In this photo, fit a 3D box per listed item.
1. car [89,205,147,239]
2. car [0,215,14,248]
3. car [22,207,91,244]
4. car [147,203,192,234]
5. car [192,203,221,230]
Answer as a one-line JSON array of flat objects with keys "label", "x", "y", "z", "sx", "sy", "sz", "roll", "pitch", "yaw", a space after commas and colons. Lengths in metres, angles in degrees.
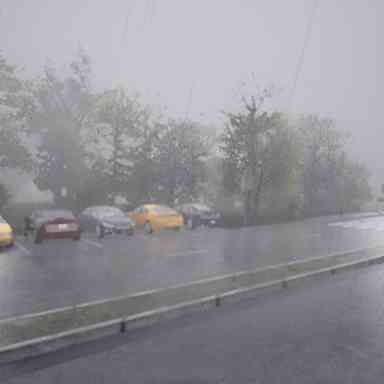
[{"label": "car", "x": -4.690, "y": 1.503, "z": 17.901, "sx": 2.231, "sy": 1.521, "sz": 4.892, "roll": 0, "pitch": 0, "yaw": -35}, {"label": "car", "x": -9.067, "y": 1.522, "z": 14.547, "sx": 1.946, "sy": 1.575, "sz": 5.366, "roll": 0, "pitch": 0, "yaw": -35}, {"label": "car", "x": -6.943, "y": 1.546, "z": 16.323, "sx": 2.163, "sy": 1.488, "sz": 4.792, "roll": 0, "pitch": 0, "yaw": -35}, {"label": "car", "x": -2.442, "y": 1.487, "z": 19.490, "sx": 2.097, "sy": 1.535, "sz": 5.008, "roll": 0, "pitch": 0, "yaw": -35}, {"label": "car", "x": -0.197, "y": 1.471, "z": 21.088, "sx": 2.231, "sy": 1.521, "sz": 4.892, "roll": 0, "pitch": 0, "yaw": -35}]
